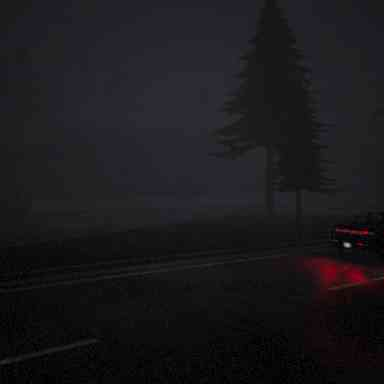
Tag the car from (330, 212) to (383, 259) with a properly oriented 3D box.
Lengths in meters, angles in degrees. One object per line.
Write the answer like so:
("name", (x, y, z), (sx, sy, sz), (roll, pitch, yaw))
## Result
("car", (6.987, 1.442, 11.599), (4.902, 1.511, 2.128), (0, 0, -29))
